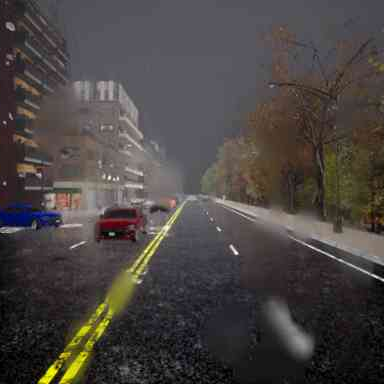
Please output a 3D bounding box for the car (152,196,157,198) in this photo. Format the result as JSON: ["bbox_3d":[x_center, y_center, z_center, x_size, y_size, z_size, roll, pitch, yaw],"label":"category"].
[{"bbox_3d":[-6.584,1.608,49.625,1.895,1.301,4.718,0,0,0],"label":"car"}]

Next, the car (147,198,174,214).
[{"bbox_3d":[-3.340,1.606,35.816,1.895,1.301,4.718,0,0,0],"label":"car"}]

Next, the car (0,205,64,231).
[{"bbox_3d":[-10.706,1.597,21.565,5.008,1.535,1.882,-1,-1,20],"label":"car"}]

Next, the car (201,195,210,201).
[{"bbox_3d":[3.270,1.473,80.198,2.033,1.411,5.357,0,0,0],"label":"car"}]

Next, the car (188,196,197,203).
[{"bbox_3d":[0.017,1.605,70.229,1.895,1.301,4.718,0,0,0],"label":"car"}]

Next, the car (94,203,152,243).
[{"bbox_3d":[-3.352,1.501,16.413,1.882,1.535,5.008,0,0,0],"label":"car"}]

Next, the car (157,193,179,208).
[{"bbox_3d":[-3.335,1.358,46.773,2.097,1.767,4.553,0,0,0],"label":"car"}]

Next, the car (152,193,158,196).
[{"bbox_3d":[-6.516,1.237,65.359,2.150,2.045,5.566,0,0,1],"label":"car"}]

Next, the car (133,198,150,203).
[{"bbox_3d":[-6.589,1.495,40.056,2.128,1.511,4.902,0,0,0],"label":"car"}]

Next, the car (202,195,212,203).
[{"bbox_3d":[3.267,1.605,70.229,1.895,1.301,4.718,0,0,0],"label":"car"}]

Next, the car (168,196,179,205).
[{"bbox_3d":[-3.303,1.538,60.372,1.812,1.442,4.674,0,0,0],"label":"car"}]

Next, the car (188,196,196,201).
[{"bbox_3d":[0.019,1.529,80.229,1.895,1.301,4.718,0,0,0],"label":"car"}]

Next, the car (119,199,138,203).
[{"bbox_3d":[-6.589,1.646,30.763,1.895,1.301,4.718,0,1,0],"label":"car"}]
